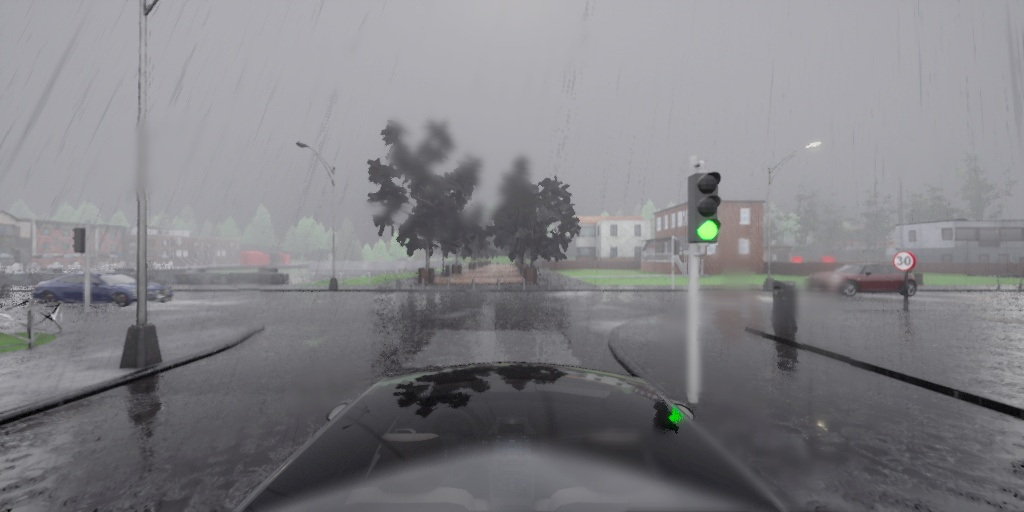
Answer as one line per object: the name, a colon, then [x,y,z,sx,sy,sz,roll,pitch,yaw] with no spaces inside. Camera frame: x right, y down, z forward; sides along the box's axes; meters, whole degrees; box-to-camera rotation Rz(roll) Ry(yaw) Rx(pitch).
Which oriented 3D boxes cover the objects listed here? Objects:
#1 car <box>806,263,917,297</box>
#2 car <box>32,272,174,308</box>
car: [18.499,1.193,19.154,4.553,1.767,2.097,0,0,0]
car: [-17.066,1.398,15.053,4.674,1.442,1.812,1,0,0]
